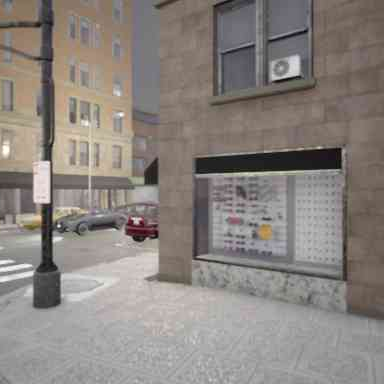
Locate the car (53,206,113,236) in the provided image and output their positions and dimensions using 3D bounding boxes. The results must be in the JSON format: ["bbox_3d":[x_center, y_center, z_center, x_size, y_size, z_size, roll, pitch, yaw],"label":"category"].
[{"bbox_3d":[-5.676,1.562,18.674,1.994,1.385,4.181,0,0,35],"label":"car"}]

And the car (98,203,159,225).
[{"bbox_3d":[-4.655,1.554,24.981,1.947,1.339,4.313,0,0,35],"label":"car"}]

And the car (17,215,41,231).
[{"bbox_3d":[-7.977,1.526,20.195,1.752,1.417,4.829,0,0,35],"label":"car"}]

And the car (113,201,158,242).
[{"bbox_3d":[-0.891,1.309,15.451,2.192,1.841,5.009,0,0,35],"label":"car"}]
